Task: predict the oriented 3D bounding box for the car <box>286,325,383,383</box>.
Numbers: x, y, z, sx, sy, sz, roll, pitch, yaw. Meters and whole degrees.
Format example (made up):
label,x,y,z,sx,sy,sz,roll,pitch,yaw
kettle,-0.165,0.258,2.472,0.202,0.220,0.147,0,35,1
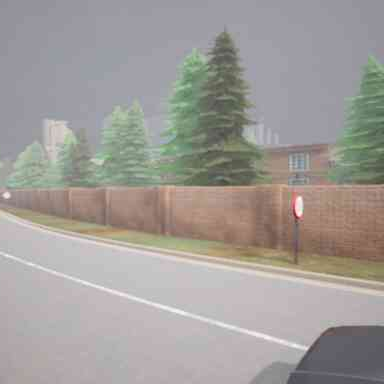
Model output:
label,x,y,z,sx,sy,sz,roll,pitch,yaw
car,3.220,1.571,1.741,5.357,1.411,2.033,0,0,35
